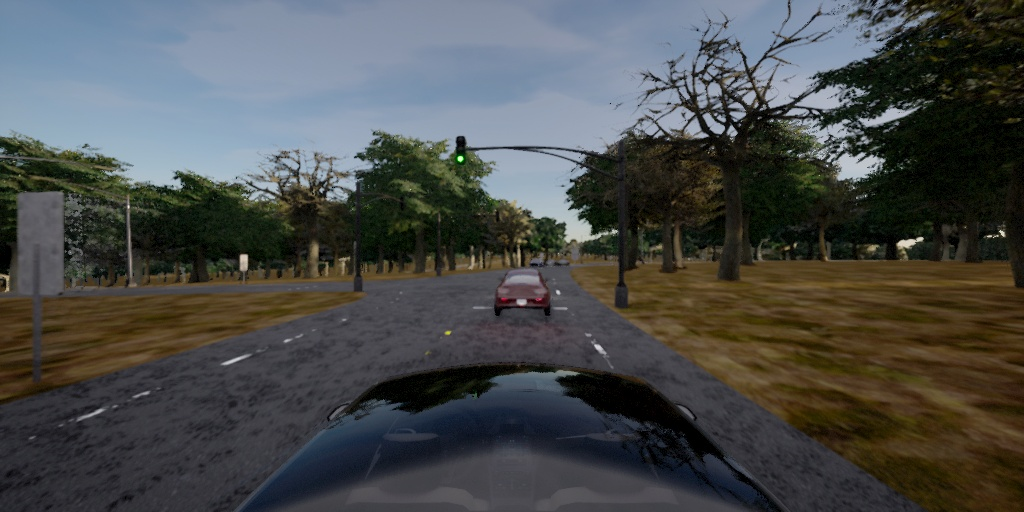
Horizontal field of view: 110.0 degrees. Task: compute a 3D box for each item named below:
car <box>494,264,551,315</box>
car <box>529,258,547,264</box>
[{"bbox_3d":[0.417,1.184,12.953,1.812,1.442,4.674,0,0,3],"label":"car"},{"bbox_3d":[4.309,1.176,62.894,2.097,1.767,4.553,0,0,15],"label":"car"}]
